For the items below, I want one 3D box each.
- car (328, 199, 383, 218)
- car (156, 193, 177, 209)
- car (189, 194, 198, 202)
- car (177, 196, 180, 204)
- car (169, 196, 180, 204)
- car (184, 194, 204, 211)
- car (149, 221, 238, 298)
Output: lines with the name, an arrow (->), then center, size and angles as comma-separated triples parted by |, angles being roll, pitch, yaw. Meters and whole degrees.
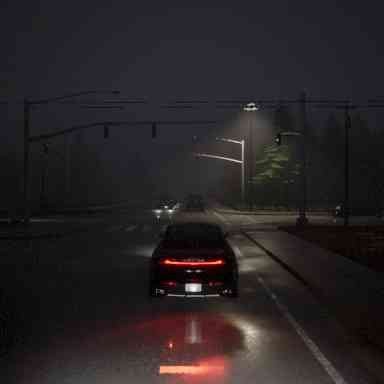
car -> 14.590, 1.379, 29.660 | 4.553, 1.767, 2.097 | 0, 0, 1
car -> -3.591, 1.221, 45.938 | 2.150, 2.045, 5.566 | 0, 0, 0
car -> 0.391, 1.355, 76.090 | 2.097, 1.767, 4.553 | 0, 0, 2
car -> -3.557, 1.564, 55.864 | 1.994, 1.385, 4.181 | 0, 0, 0
car -> -3.414, 1.505, 65.934 | 1.837, 1.490, 4.892 | 0, 0, 1
car -> 0.289, 1.221, 41.164 | 2.150, 2.045, 5.566 | 0, 0, -2
car -> 0.049, 1.501, 8.525 | 1.837, 1.490, 4.892 | 0, 0, 1
